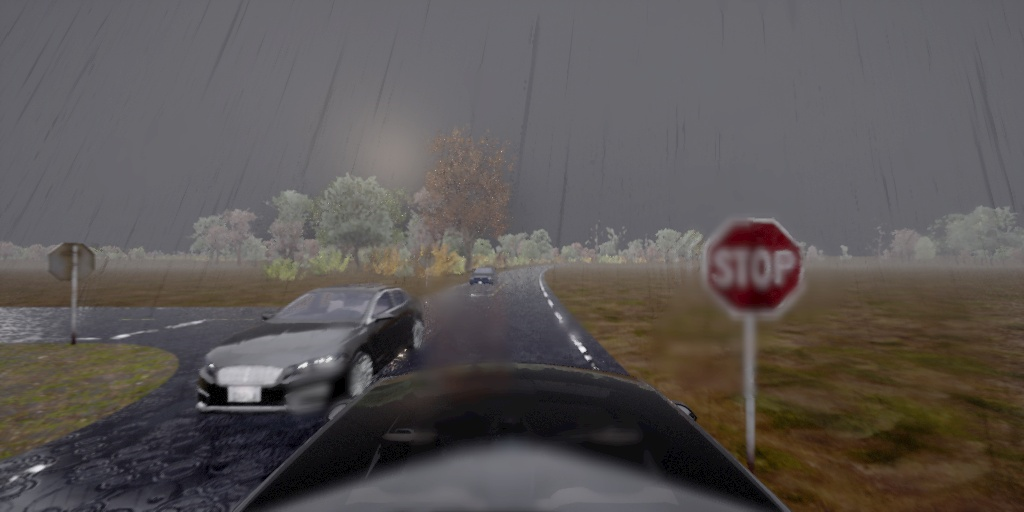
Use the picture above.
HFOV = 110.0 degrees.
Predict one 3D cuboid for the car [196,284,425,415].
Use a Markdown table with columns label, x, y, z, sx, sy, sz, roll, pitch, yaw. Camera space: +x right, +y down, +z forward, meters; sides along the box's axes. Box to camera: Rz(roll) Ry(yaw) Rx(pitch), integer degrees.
| label | x | y | z | sx | sy | sz | roll | pitch | yaw |
| --- | --- | --- | --- | --- | --- | --- | --- | --- | --- |
| car | -2.940 | 1.293 | 6.426 | 2.128 | 1.511 | 4.902 | 0 | -1 | 1 |

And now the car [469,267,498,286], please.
| label | x | y | z | sx | sy | sz | roll | pitch | yaw |
| --- | --- | --- | --- | --- | --- | --- | --- | --- | --- |
| car | -2.160 | 1.583 | 28.749 | 2.033 | 1.411 | 5.357 | 0 | -1 | 3 |
